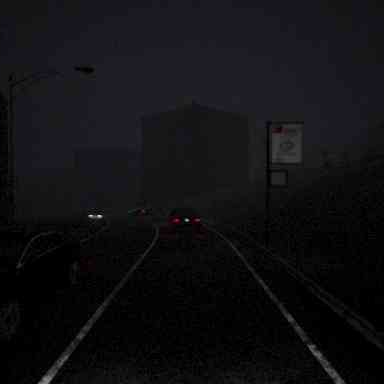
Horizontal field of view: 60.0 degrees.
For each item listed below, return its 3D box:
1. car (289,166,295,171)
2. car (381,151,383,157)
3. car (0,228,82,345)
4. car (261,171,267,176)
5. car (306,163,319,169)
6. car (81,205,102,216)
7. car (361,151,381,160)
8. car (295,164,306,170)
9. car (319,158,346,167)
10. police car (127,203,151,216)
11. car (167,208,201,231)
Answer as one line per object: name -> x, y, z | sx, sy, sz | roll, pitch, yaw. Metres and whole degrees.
car -> 21.130, -4.497, 66.669 | 2.185, 1.767, 4.553 | 0, 1, -1
car -> 21.860, -3.966, 33.529 | 2.231, 1.521, 4.892 | 0, 1, -1
car -> -3.646, 1.512, 6.458 | 2.128, 1.511, 4.902 | 0, 0, -1
car -> 20.651, -4.534, 88.721 | 2.002, 1.452, 4.674 | 0, 0, -1
car -> 21.374, -4.204, 55.477 | 2.002, 1.452, 4.674 | 0, 1, -1
car -> -14.213, 2.597, 46.975 | 1.994, 1.385, 4.181 | -1, -2, -35
car -> 21.731, -4.046, 39.047 | 2.231, 1.521, 4.892 | 0, 1, -1
car -> 21.250, -4.436, 61.150 | 2.185, 1.767, 4.553 | 0, 1, -1
car -> 21.493, -4.304, 49.984 | 2.185, 1.767, 4.553 | 0, 1, -1
police car -> -6.769, 2.183, 41.569 | 2.038, 1.542, 4.974 | -1, -1, -25
car -> -0.608, 1.731, 21.874 | 2.033, 1.411, 5.357 | 0, -1, -7
